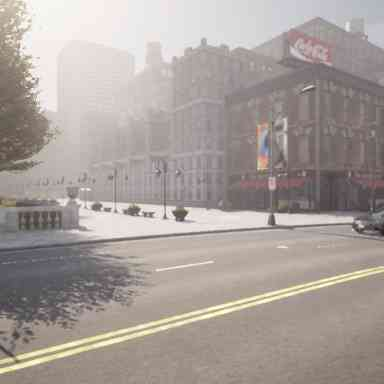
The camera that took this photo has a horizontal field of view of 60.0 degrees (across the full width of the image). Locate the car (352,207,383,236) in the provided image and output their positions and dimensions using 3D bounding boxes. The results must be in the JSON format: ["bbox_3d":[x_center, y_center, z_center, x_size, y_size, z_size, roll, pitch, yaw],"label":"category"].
[{"bbox_3d":[10.952,1.525,18.088,4.674,1.442,1.812,0,0,-21],"label":"car"}]
